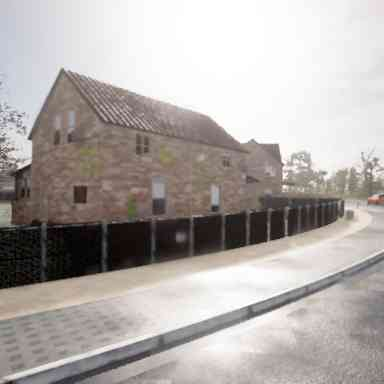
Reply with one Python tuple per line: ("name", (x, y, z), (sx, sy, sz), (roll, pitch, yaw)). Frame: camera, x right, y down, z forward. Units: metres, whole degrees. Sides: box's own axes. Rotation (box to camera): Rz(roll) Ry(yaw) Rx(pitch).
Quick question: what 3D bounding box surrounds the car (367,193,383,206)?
("car", (27.560, 1.068, 48.921), (2.097, 1.767, 4.553), (1, 1, 9))
